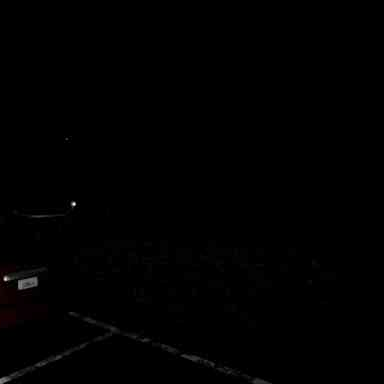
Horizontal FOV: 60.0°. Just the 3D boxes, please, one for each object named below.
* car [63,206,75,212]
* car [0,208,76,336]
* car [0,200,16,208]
[{"bbox_3d":[-12.163,1.837,37.951,1.895,1.301,4.718,-1,-1,36],"label":"car"},{"bbox_3d":[-4.142,1.316,5.907,5.009,1.841,2.192,0,-1,36],"label":"car"},{"bbox_3d":[-18.239,1.503,29.766,2.097,1.767,4.553,-1,-1,37],"label":"car"}]
